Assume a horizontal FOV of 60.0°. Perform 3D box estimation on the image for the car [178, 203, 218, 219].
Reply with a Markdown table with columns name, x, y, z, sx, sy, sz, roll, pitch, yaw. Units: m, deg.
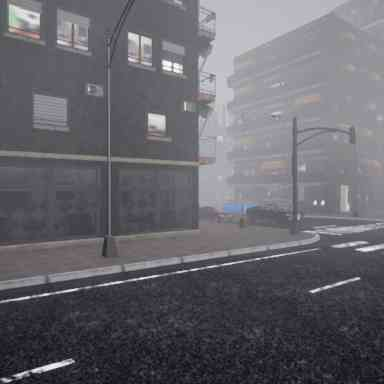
| name | x | y | z | sx | sy | sz | roll | pitch | yaw |
| --- | --- | --- | --- | --- | --- | --- | --- | --- | --- |
| car | 0.546 | 1.917 | 34.649 | 1.994 | 1.385 | 4.181 | 0 | -1 | -36 |

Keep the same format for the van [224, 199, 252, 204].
| name | x | y | z | sx | sy | sz | roll | pitch | yaw |
| --- | --- | --- | --- | --- | --- | --- | --- | --- | --- |
| van | 5.175 | 1.672 | 38.093 | 1.690 | 1.788 | 3.998 | -1 | 0 | -36 |

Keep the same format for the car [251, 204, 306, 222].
| name | x | y | z | sx | sy | sz | roll | pitch | yaw |
| --- | --- | --- | --- | --- | --- | --- | --- | --- | --- |
| car | 7.658 | 1.837 | 29.987 | 1.895 | 1.301 | 4.718 | 0 | -1 | -34 |

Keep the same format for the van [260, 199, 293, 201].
| name | x | y | z | sx | sy | sz | roll | pitch | yaw |
| --- | --- | --- | --- | --- | --- | --- | --- | --- | --- |
| van | 8.494 | 1.599 | 33.580 | 1.690 | 1.788 | 3.998 | -1 | 0 | -36 |

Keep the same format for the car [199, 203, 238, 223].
| name | x | y | z | sx | sy | sz | roll | pitch | yaw |
| --- | --- | --- | --- | --- | --- | --- | --- | --- | --- |
| car | 1.760 | 1.872 | 28.656 | 1.802 | 1.307 | 4.206 | -1 | 0 | -36 |

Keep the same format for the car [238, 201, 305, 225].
| name | x | y | z | sx | sy | sz | roll | pitch | yaw |
| --- | --- | --- | --- | --- | --- | --- | --- | --- | --- |
| car | 6.437 | 1.714 | 26.648 | 2.128 | 1.511 | 4.902 | 0 | -1 | -37 |
